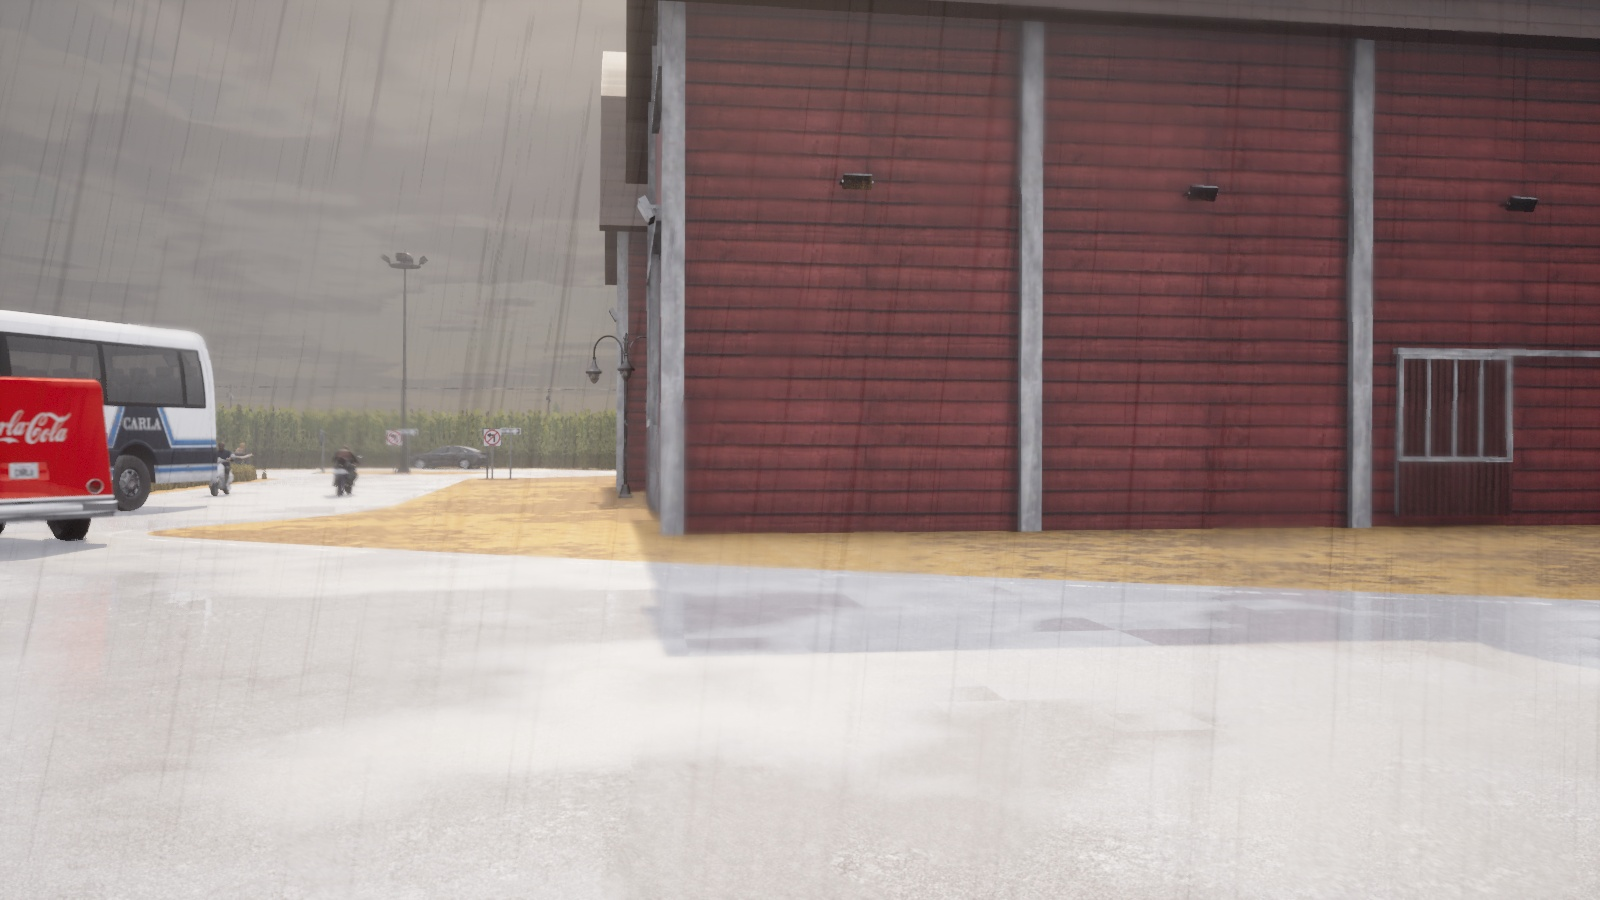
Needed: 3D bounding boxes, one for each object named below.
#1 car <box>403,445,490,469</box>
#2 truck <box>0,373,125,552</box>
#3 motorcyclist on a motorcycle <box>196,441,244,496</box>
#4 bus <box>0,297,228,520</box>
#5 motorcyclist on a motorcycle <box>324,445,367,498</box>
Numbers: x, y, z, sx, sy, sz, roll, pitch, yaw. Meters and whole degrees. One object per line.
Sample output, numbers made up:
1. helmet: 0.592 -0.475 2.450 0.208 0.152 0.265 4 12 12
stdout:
1. car: -22.082 0.452 78.553 4.892 1.490 1.837 0 0 5
2. truck: -12.808 0.136 19.180 5.204 2.467 2.627 1 1 40
3. motorcyclist on a motorcycle: -16.980 0.526 36.801 0.866 1.590 1.817 0 0 -11
4. bus: -16.856 -0.781 25.734 3.944 4.253 10.273 -1 0 12
5. motorcyclist on a motorcycle: -13.497 0.626 37.355 0.866 1.530 2.191 0 0 -11
